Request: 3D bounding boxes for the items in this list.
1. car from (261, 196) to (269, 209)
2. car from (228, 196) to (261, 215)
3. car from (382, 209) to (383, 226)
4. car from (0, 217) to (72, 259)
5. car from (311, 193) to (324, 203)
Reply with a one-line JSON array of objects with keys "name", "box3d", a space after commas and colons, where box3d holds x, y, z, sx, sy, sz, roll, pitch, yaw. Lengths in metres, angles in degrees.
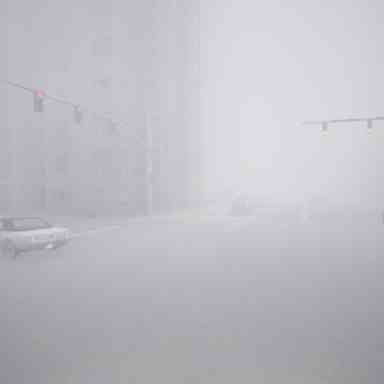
[{"name": "car", "box3d": [8.256, 1.231, 40.688, 2.033, 1.411, 5.357, 0, 0, 20]}, {"name": "car", "box3d": [4.760, 1.128, 30.765, 2.097, 1.767, 4.553, -1, 0, 19]}, {"name": "car", "box3d": [11.129, 1.009, 16.481, 2.150, 2.045, 5.566, -1, 0, 19]}, {"name": "car", "box3d": [-6.895, 1.603, 12.586, 4.718, 1.301, 1.895, 0, 0, 29]}, {"name": "car", "box3d": [20.124, 0.976, 53.469, 2.128, 1.511, 4.902, -1, 0, 19]}]
